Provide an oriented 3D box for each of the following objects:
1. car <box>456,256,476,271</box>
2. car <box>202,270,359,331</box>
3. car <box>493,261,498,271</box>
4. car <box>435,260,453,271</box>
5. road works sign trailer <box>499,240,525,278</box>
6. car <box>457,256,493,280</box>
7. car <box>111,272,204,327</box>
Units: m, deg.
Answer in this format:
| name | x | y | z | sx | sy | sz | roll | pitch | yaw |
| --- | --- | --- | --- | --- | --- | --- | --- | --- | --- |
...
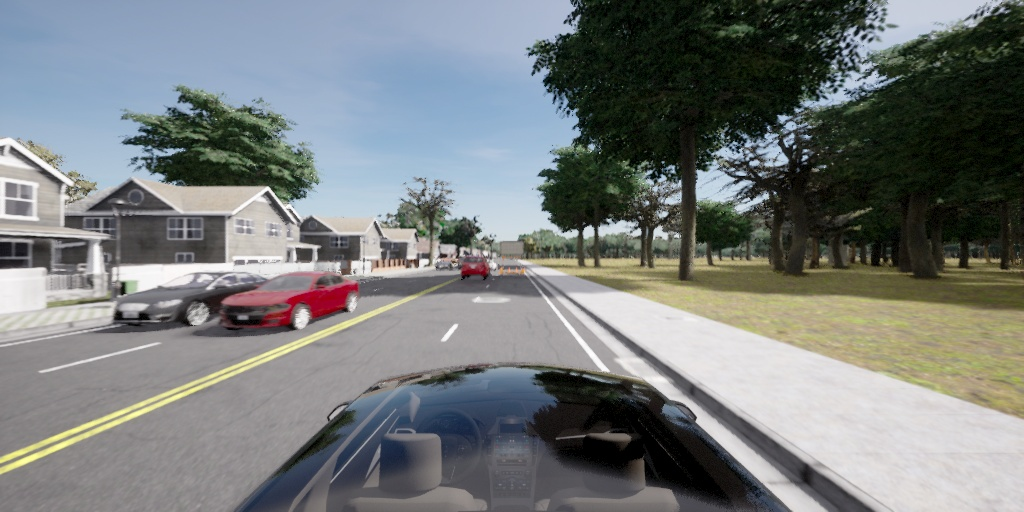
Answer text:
| name | x | y | z | sx | sy | sz | roll | pitch | yaw |
| --- | --- | --- | --- | --- | --- | --- | --- | --- | --- |
| car | -6.573 | 1.060 | 51.950 | 2.150 | 2.045 | 5.566 | 0 | 0 | 0 |
| car | -6.600 | 1.241 | 11.293 | 1.882 | 1.535 | 5.008 | 0 | 0 | 0 |
| car | -3.153 | 1.363 | 51.126 | 1.812 | 1.442 | 4.674 | 0 | 0 | 0 |
| car | -9.820 | 1.331 | 52.017 | 2.128 | 1.511 | 4.902 | 0 | 0 | 0 |
| road works sign trailer | -0.002 | 0.265 | 35.015 | 2.380 | 3.560 | 2.880 | 0 | 0 | 0 |
| car | -3.151 | 1.016 | 31.763 | 2.150 | 2.045 | 5.566 | 0 | 0 | 0 |
| car | -9.848 | 1.256 | 11.708 | 2.128 | 1.511 | 4.902 | 0 | 0 | 0 |
